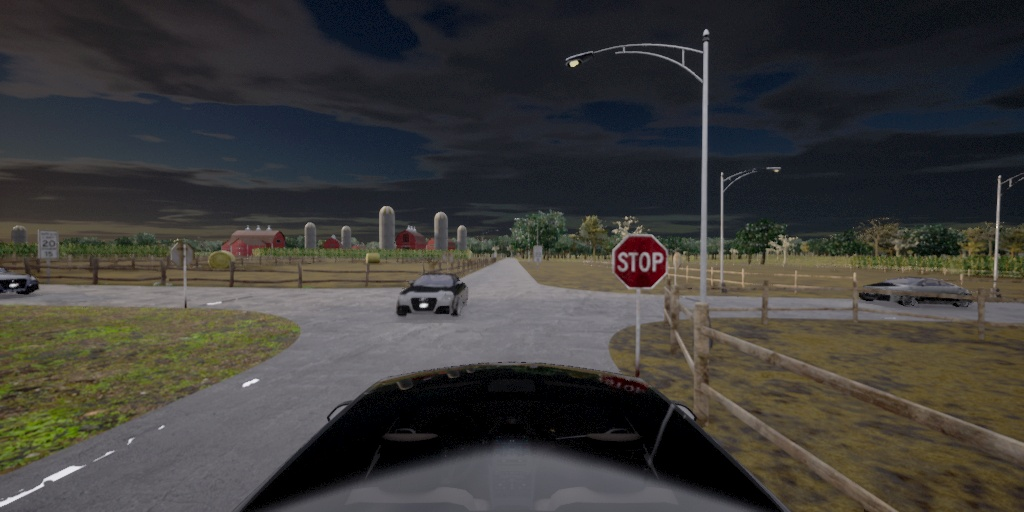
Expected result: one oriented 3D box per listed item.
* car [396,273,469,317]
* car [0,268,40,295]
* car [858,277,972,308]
[{"bbox_3d":[-2.730,1.329,13.111,1.994,1.385,4.181,1,0,0],"label":"car"},{"bbox_3d":[-22.349,0.984,14.653,4.181,1.385,1.994,1,1,0],"label":"car"},{"bbox_3d":[19.869,1.733,17.817,4.181,1.385,1.994,1,1,0],"label":"car"}]
